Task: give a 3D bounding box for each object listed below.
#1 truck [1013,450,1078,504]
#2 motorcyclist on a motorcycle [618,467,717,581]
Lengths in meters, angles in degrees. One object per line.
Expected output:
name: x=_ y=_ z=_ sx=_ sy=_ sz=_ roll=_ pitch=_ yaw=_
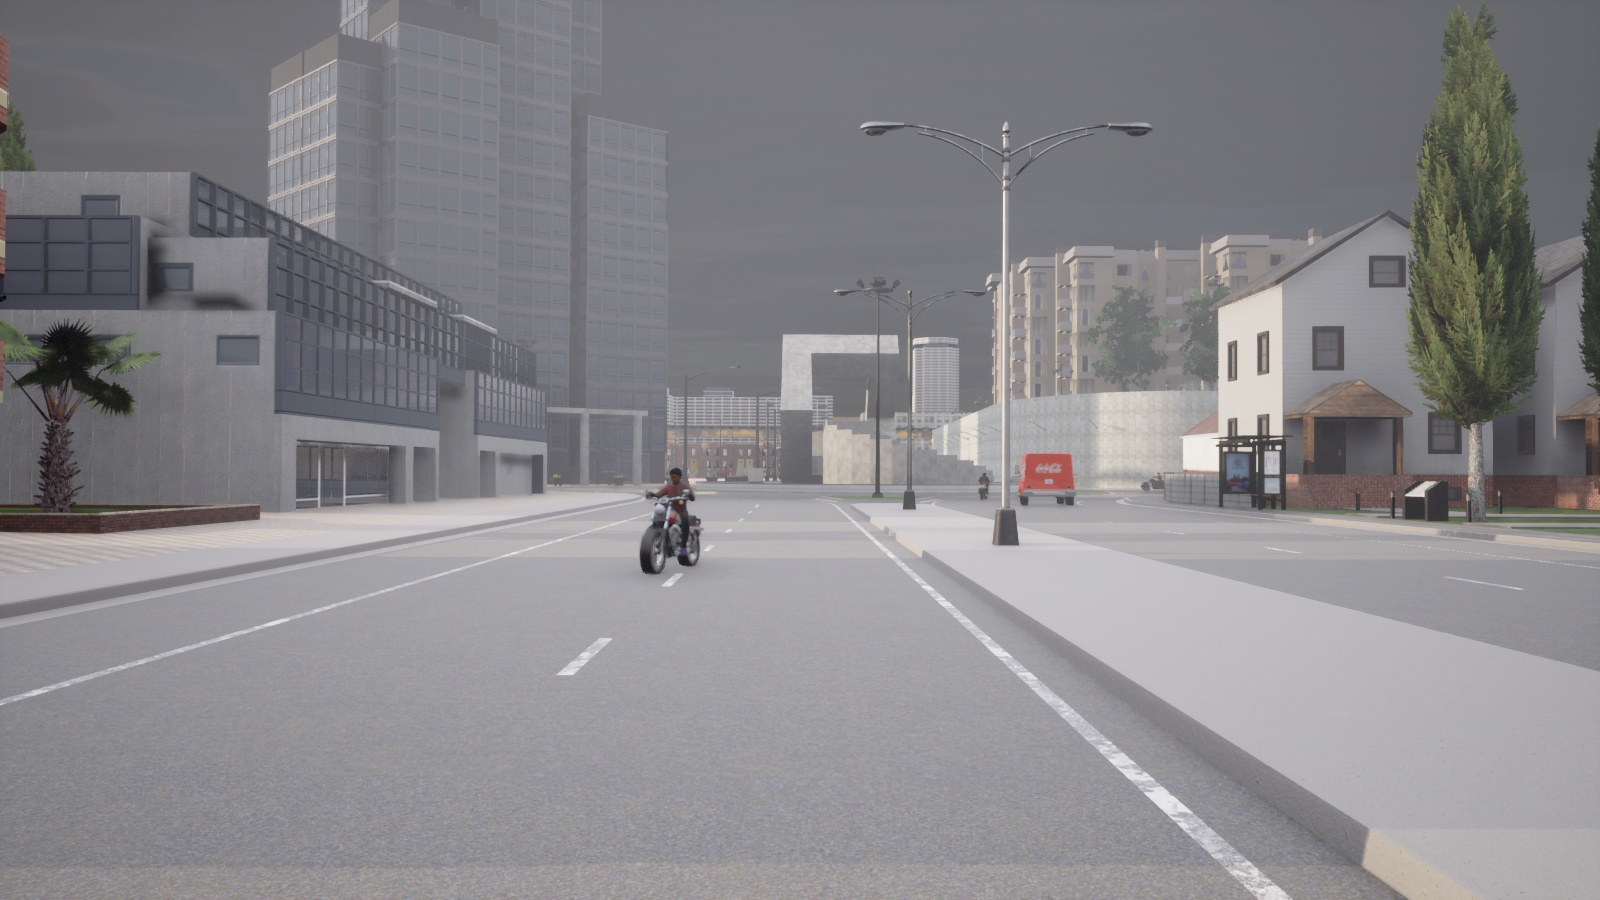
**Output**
truck: x=11.815 y=1.298 z=60.717 sx=2.627 sy=2.467 sz=5.204 roll=0 pitch=-1 yaw=6
motorcyclist on a motorcycle: x=-2.013 y=1.099 z=19.456 sx=0.766 sy=1.649 sz=2.350 roll=0 pitch=-1 yaw=14
